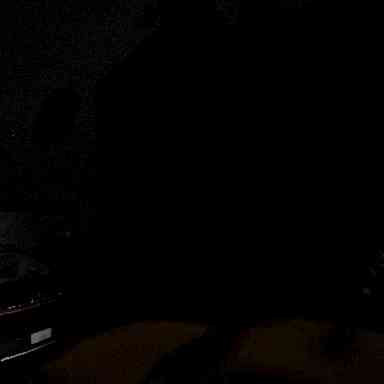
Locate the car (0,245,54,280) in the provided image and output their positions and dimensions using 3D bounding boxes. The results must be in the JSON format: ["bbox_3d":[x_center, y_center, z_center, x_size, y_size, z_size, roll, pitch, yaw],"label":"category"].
[{"bbox_3d":[-3.643,1.551,5.406,4.403,1.369,2.008,0,0,35],"label":"car"}]

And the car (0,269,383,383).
[{"bbox_3d":[0.733,1.525,2.285,4.829,1.417,1.752,0,0,35],"label":"car"}]
